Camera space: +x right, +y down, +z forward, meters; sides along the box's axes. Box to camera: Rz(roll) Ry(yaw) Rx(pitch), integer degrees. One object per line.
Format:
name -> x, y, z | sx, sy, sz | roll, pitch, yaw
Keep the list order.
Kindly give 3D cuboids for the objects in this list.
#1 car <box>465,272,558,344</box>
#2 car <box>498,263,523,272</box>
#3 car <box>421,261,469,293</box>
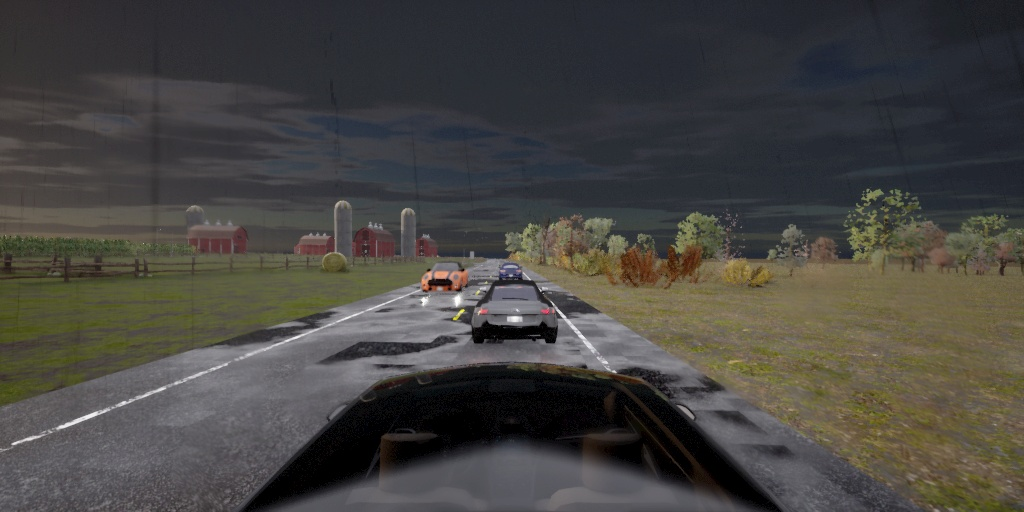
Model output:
car -> 0.058, 1.313, 9.640 | 1.994, 1.385, 4.181 | 0, 0, 0
car -> -0.117, 1.274, 29.033 | 1.812, 1.442, 4.674 | 0, 0, -1
car -> -3.726, 1.100, 20.638 | 2.097, 1.767, 4.553 | 0, 0, -1
